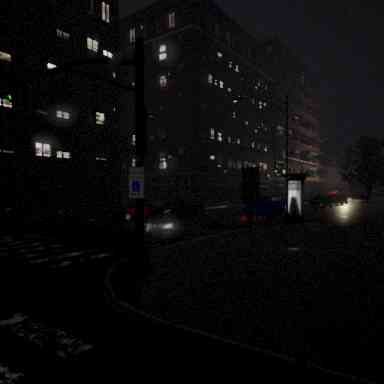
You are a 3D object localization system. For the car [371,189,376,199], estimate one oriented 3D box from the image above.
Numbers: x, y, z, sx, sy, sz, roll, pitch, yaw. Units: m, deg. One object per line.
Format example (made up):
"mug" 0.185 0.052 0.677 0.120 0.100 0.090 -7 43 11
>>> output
"car" 31.676 0.589 60.726 1.887 1.381 4.507 1 1 36

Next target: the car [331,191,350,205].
"car" 18.527 0.922 42.336 1.947 1.339 4.313 1 1 36

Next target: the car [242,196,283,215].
"car" 6.406 1.118 29.812 1.812 1.442 4.674 0 1 36

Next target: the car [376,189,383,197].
"car" 41.538 0.354 74.519 1.887 1.381 4.507 1 1 36

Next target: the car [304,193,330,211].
"car" 11.952 1.077 33.140 1.947 1.339 4.313 1 1 36

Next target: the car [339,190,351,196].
"car" 38.541 0.276 83.876 2.008 1.369 4.403 1 1 36

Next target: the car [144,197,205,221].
"car" -0.960 1.187 24.409 1.882 1.535 5.008 0 1 36

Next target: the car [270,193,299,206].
"car" 11.771 0.887 42.155 1.882 1.535 5.008 0 1 36

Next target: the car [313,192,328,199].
"car" 25.405 0.619 65.505 1.802 1.307 4.206 1 1 36

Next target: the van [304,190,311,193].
"van" 18.839 0.534 56.315 1.690 1.788 3.998 1 1 36

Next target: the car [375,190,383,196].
"car" 44.826 0.313 79.117 1.802 1.307 4.206 1 1 36

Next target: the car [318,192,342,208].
"car" 15.239 0.978 37.737 1.887 1.381 4.507 1 1 36

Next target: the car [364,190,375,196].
"car" 43.933 0.214 82.295 1.994 1.385 4.181 0 1 36

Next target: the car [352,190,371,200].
"car" 28.389 0.562 56.126 1.967 1.590 4.097 1 1 36

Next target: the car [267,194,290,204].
"car" 12.270 0.931 47.134 1.802 1.307 4.206 1 1 36

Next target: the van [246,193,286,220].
"van" 5.378 1.007 23.941 1.690 1.788 3.998 1 1 36

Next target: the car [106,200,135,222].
"car" -4.150 1.281 24.169 1.887 1.381 4.507 1 1 36
